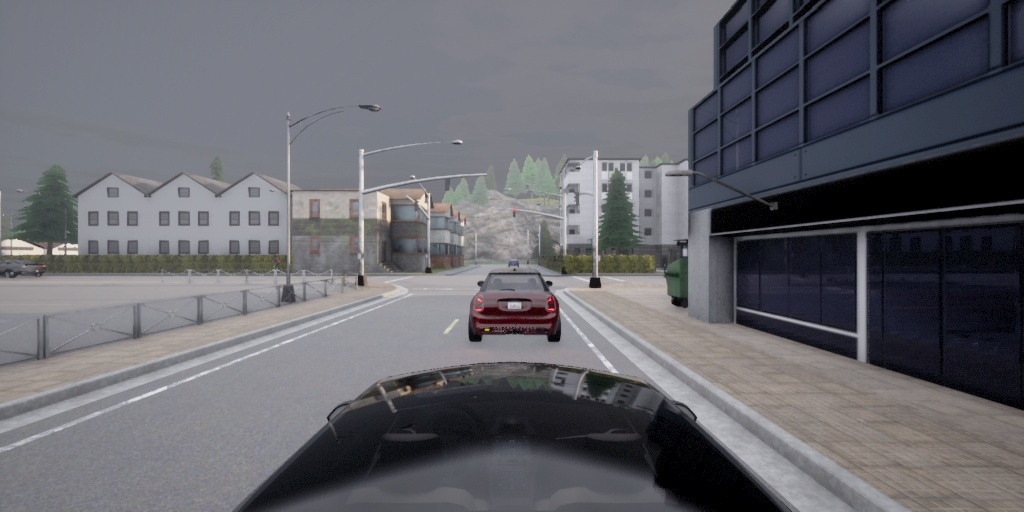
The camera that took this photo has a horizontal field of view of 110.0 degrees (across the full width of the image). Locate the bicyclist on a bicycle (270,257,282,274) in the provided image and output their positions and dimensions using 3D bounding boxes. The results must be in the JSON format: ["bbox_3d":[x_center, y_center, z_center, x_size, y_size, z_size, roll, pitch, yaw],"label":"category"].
[{"bbox_3d":[-22.226,0.871,33.760,0.582,1.620,1.656,0,0,0],"label":"bicyclist on a bicycle"}]

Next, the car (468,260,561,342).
[{"bbox_3d":[0.081,1.101,9.928,2.097,1.767,4.553,0,0,1],"label":"car"}]

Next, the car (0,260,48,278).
[{"bbox_3d":[-42.115,1.063,30.001,4.902,1.511,2.128,0,0,0],"label":"car"}]
